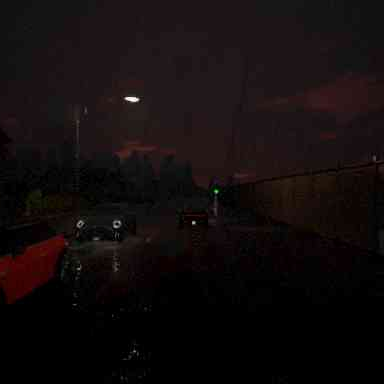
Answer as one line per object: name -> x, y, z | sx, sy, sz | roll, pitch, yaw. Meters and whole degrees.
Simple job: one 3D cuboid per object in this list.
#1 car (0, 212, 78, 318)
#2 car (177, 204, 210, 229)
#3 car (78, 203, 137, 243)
car -> -4.096, 1.358, 6.418 | 2.097, 1.767, 4.553 | 0, 0, 0
car -> 0.101, 1.529, 21.812 | 1.837, 1.490, 4.892 | 0, 0, 0
car -> -3.999, 1.368, 16.135 | 2.097, 1.767, 4.553 | 0, 0, 0
